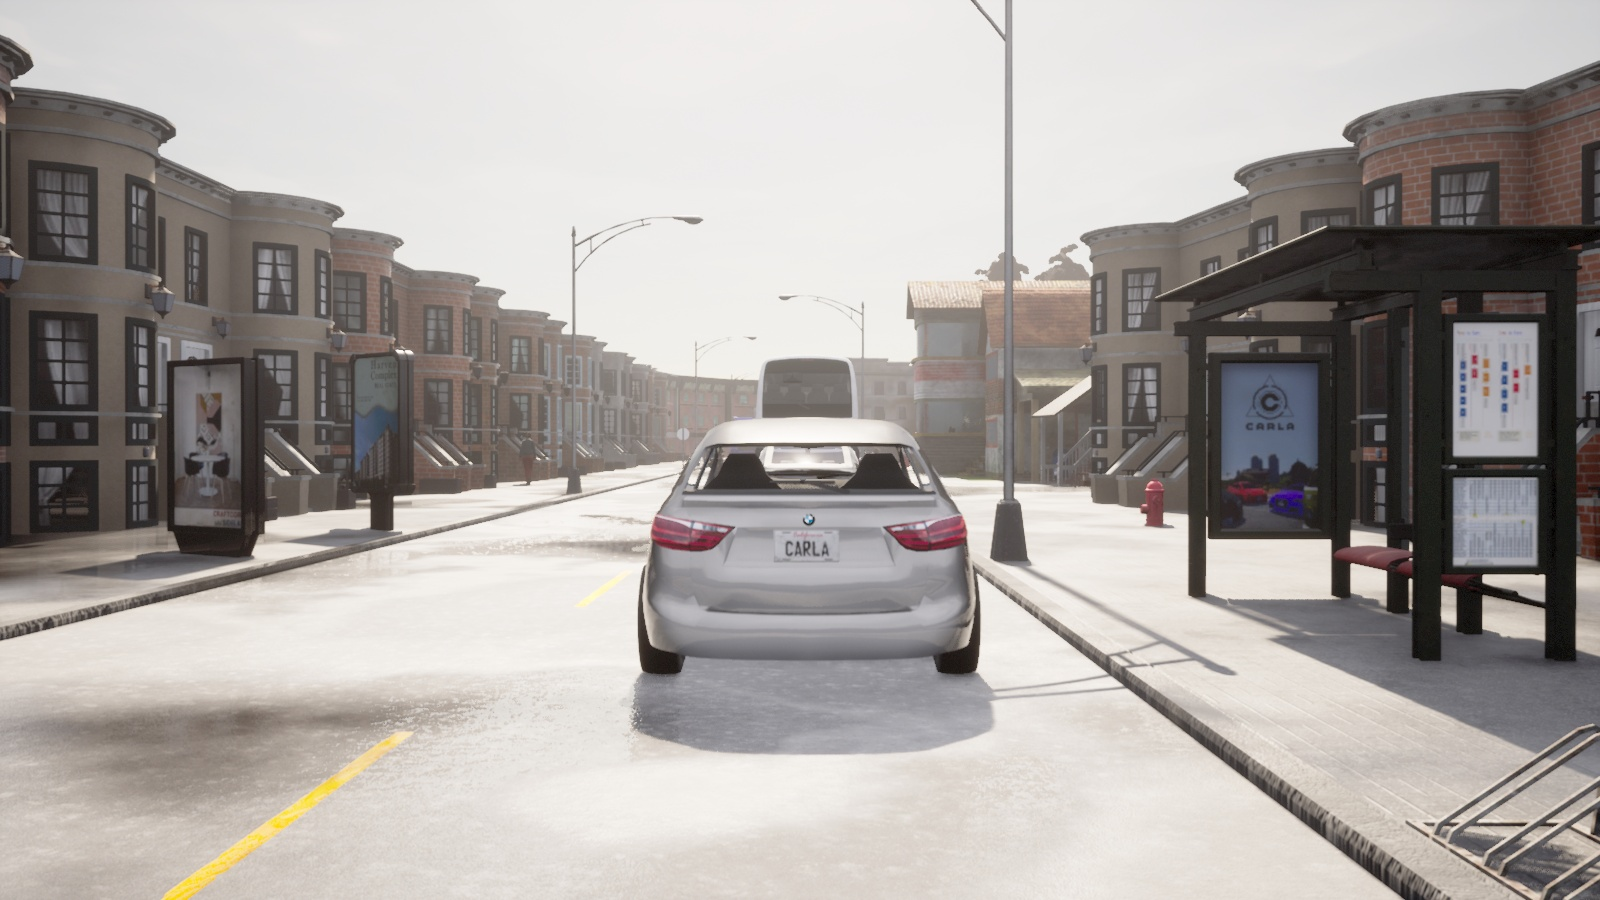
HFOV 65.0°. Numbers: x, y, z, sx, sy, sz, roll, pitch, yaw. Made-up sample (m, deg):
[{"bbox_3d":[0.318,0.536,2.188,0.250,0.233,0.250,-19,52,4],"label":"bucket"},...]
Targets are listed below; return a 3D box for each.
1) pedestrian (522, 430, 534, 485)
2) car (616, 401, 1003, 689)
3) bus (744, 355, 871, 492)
[{"bbox_3d":[-9.225,0.236,42.531,0.353,1.847,0.614,0,0,-8],"label":"pedestrian"},{"bbox_3d":[0.067,0.542,9.586,2.242,1.667,4.611,0,0,0],"label":"car"},{"bbox_3d":[0.259,-0.851,44.058,3.944,4.253,10.273,0,0,0],"label":"bus"}]
